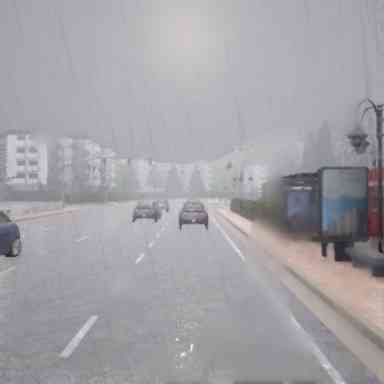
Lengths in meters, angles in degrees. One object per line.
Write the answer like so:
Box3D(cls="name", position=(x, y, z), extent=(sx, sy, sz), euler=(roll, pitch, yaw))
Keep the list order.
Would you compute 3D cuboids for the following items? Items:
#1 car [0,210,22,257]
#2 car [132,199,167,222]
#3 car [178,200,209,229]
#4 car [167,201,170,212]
Box3D(cls="car", position=(-7.074, 1.346, 9.847), extent=(2.097, 1.767, 4.553), euler=(0, 0, 0))
Box3D(cls="car", position=(-3.401, 1.476, 25.864), extent=(2.128, 1.511, 4.902), euler=(0, 0, 0))
Box3D(cls="car", position=(0.099, 1.478, 21.749), extent=(2.128, 1.511, 4.902), euler=(0, 0, 0))
Box3D(cls="car", position=(-3.600, 1.526, 39.045), extent=(2.033, 1.411, 5.357), euler=(0, 0, -2))
